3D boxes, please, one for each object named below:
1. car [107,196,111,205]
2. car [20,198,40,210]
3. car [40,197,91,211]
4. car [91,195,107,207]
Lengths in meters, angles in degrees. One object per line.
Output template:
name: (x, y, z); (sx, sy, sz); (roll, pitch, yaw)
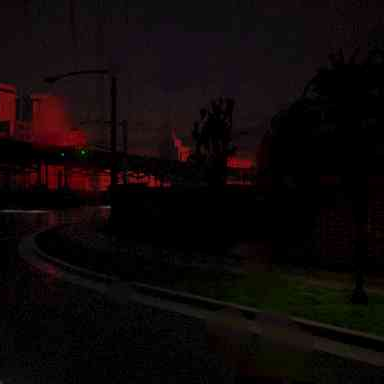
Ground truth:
car: (-8.966, 1.289, 47.450); (2.033, 1.411, 5.357); (0, 1, 37)
car: (-18.475, 1.403, 40.665); (1.812, 1.442, 4.674); (0, 1, 37)
car: (-14.908, 1.364, 39.579); (1.837, 1.490, 4.892); (0, 1, 37)
car: (-12.958, 1.260, 47.970); (2.128, 1.511, 4.902); (0, 1, 37)
